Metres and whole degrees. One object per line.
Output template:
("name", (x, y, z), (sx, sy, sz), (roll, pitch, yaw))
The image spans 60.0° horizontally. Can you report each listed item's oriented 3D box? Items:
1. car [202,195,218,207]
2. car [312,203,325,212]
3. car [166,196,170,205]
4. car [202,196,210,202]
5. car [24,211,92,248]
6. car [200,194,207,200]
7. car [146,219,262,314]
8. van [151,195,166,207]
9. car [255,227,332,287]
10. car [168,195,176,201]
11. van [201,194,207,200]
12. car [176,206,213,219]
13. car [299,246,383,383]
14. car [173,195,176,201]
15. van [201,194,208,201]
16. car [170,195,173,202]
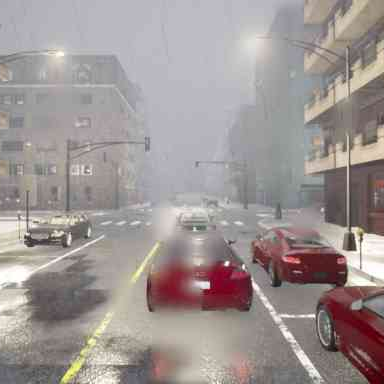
("car", (3.043, 1.558, 51.097), (2.008, 1.369, 4.403), (1, 0, 0))
("car", (15.605, 1.518, 36.850), (4.507, 1.381, 1.887), (0, -1, 1))
("car", (-5.386, 1.574, 58.434), (1.947, 1.339, 4.313), (1, 0, 0))
("car", (3.129, 1.590, 75.355), (1.802, 1.307, 4.206), (1, 0, 0))
("car", (-5.747, 1.554, 14.727), (2.008, 1.369, 4.403), (1, 0, 0))
("car", (3.084, 1.558, 69.685), (2.008, 1.369, 4.403), (1, 0, 0))
("car", (0.118, 1.566, 7.701), (1.994, 1.385, 4.181), (0, 0, -1))
("van", (-5.502, 1.349, 52.772), (1.690, 1.788, 3.998), (1, 0, 0))
("car", (2.681, 1.584, 8.975), (1.802, 1.307, 4.206), (1, 0, 0))
("car", (-5.160, 1.554, 86.787), (1.887, 1.381, 4.507), (1, 0, 0))
("van", (3.268, 1.350, 92.365), (1.690, 1.788, 3.998), (1, 0, 0))
("car", (0.128, 1.604, 16.518), (1.895, 1.301, 4.718), (0, 0, 0))
("car", (2.672, 1.583, 3.304), (1.802, 1.307, 4.206), (1, 0, 0))
("car", (-5.250, 1.575, 75.446), (1.947, 1.339, 4.313), (1, 0, 0))
("van", (3.223, 1.349, 86.695), (1.690, 1.788, 3.998), (1, 0, 0))
("car", (-5.339, 1.448, 64.105), (1.967, 1.590, 4.097), (1, 0, 0))
